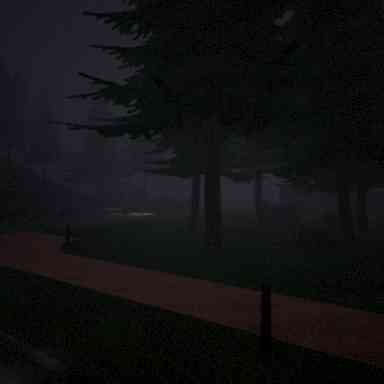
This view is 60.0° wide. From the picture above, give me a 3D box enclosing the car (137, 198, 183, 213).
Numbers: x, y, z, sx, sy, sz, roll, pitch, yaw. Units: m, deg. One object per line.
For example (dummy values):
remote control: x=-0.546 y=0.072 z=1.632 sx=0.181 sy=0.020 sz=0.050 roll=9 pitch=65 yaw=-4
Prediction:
car: x=-3.051 y=1.278 z=33.329 sx=2.033 sy=1.411 sz=5.357 roll=0 pitch=0 yaw=36
